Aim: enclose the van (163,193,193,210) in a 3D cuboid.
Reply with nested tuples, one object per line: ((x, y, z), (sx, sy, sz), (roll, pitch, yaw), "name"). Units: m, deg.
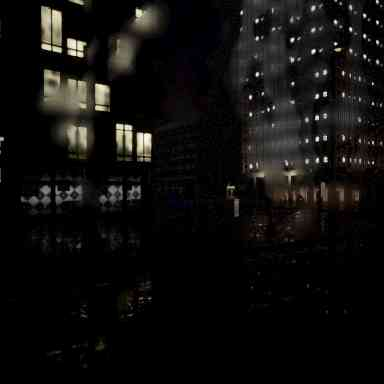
((-1.517, 1.210, 40.203), (1.690, 1.788, 3.998), (0, 0, -34), "van")

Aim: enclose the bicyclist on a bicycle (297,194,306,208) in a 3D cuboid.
((12.874, 1.117, 39.154), (1.656, 1.620, 0.582), (-1, 1, -34), "bicyclist on a bicycle")

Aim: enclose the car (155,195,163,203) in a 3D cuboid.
((-3.913, 1.035, 58.659), (2.192, 1.841, 5.009), (0, 0, -34), "car")

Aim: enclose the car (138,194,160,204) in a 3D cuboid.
((-7.846, 1.203, 59.831), (1.882, 1.535, 5.008), (-1, 1, -34), "car")

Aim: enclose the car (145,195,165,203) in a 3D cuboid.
((-7.023, 1.237, 63.244), (1.887, 1.381, 4.507), (0, 0, -34), "car")
